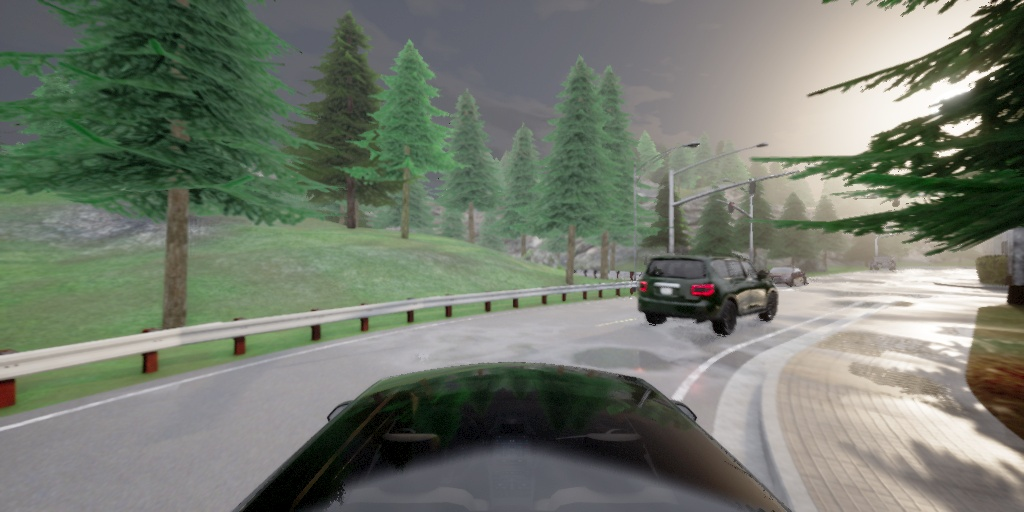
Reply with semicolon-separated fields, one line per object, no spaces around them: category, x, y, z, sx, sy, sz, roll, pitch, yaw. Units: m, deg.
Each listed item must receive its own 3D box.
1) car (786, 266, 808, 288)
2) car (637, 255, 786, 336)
car;19.085;1.416;25.141;4.674;1.442;1.812;-1;0;-37
car;6.018;1.000;10.808;5.566;2.045;2.150;0;0;-39
